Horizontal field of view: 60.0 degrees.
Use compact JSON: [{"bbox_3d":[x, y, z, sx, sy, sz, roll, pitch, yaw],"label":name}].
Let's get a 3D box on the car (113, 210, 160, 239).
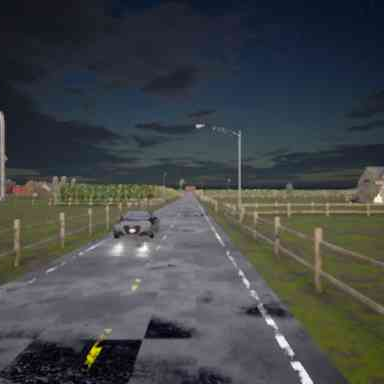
[{"bbox_3d":[-2.819,1.643,17.685,1.994,1.385,4.181,0,0,0],"label":"car"}]
